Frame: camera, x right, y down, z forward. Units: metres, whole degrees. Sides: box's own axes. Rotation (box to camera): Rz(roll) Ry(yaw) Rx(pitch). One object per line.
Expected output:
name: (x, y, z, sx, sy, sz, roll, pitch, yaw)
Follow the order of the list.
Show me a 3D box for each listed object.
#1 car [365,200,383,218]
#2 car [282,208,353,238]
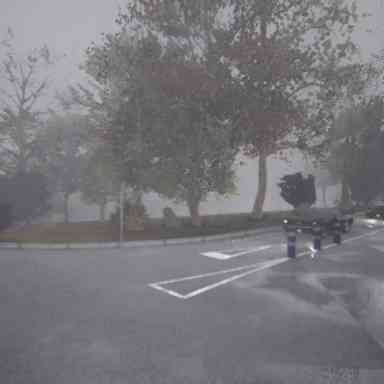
car: (15.563, 1.326, 26.457, 2.033, 1.411, 5.357, 0, 1, 44)
car: (6.573, 1.506, 17.214, 4.718, 1.301, 1.895, 0, 0, -45)
